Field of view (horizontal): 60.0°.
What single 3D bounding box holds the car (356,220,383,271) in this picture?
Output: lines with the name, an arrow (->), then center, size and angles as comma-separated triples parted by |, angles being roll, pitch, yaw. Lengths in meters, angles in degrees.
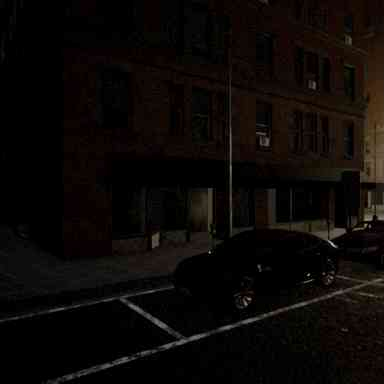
car -> 6.135, 1.581, 10.876 | 4.206, 1.307, 1.802 | 0, 0, -35

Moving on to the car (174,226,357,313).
car -> 1.648, 1.565, 7.693 | 4.313, 1.339, 1.947 | 0, 0, -35
